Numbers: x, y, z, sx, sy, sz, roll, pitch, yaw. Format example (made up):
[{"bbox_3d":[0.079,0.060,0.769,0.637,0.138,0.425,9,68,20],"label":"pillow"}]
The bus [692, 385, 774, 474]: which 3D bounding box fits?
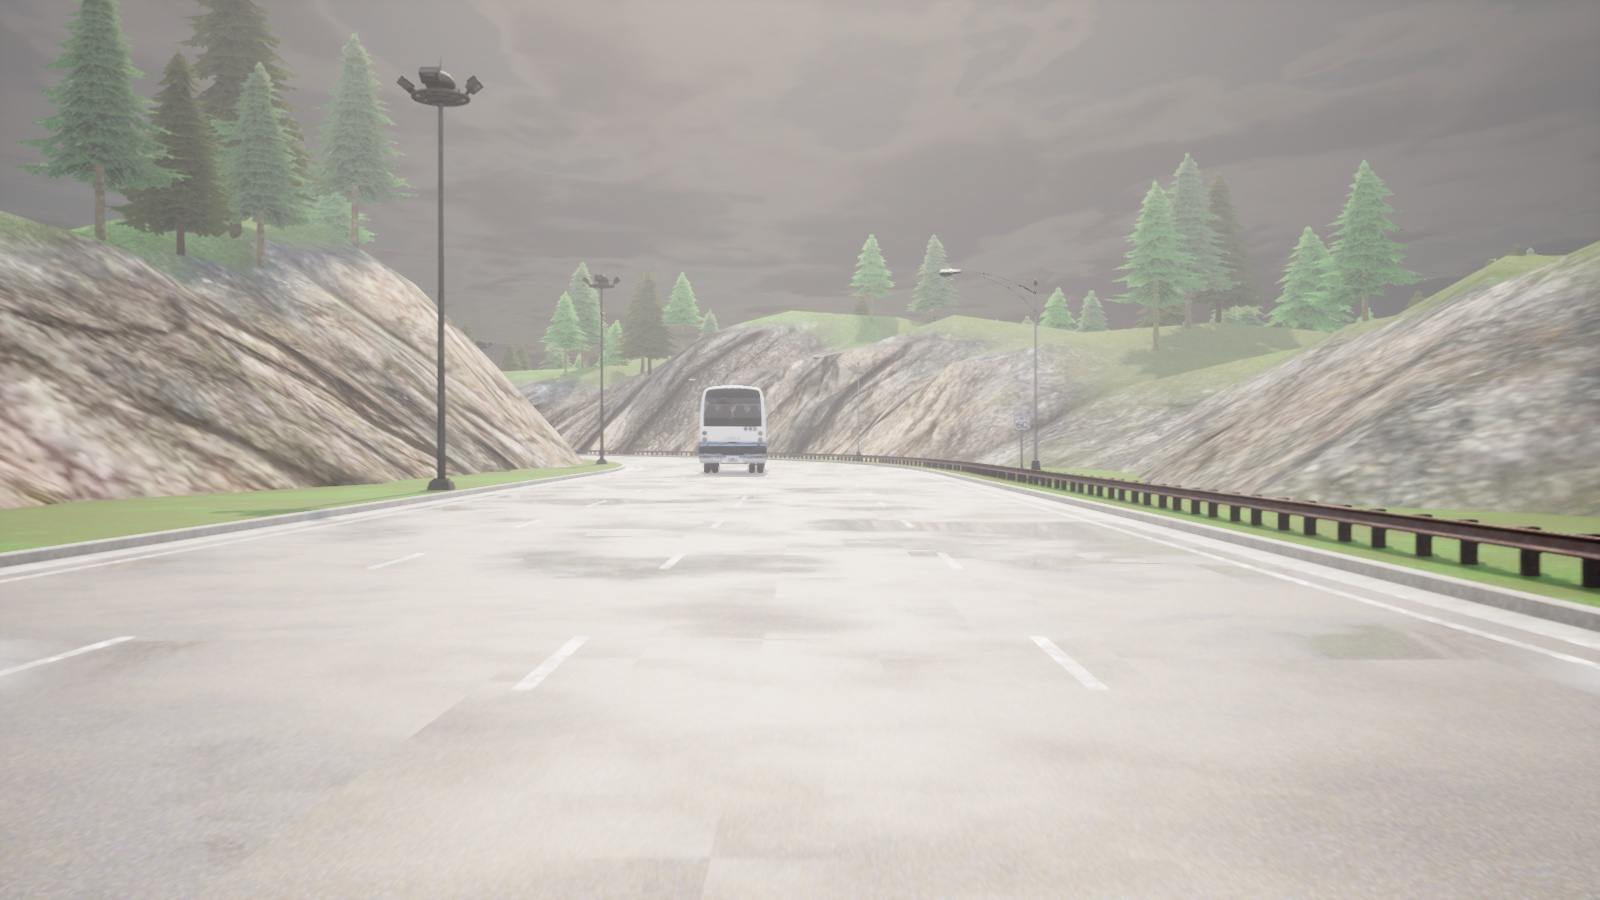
[{"bbox_3d":[-3.399,-1.003,65.683,3.944,4.253,10.273,0,0,-2],"label":"bus"}]
